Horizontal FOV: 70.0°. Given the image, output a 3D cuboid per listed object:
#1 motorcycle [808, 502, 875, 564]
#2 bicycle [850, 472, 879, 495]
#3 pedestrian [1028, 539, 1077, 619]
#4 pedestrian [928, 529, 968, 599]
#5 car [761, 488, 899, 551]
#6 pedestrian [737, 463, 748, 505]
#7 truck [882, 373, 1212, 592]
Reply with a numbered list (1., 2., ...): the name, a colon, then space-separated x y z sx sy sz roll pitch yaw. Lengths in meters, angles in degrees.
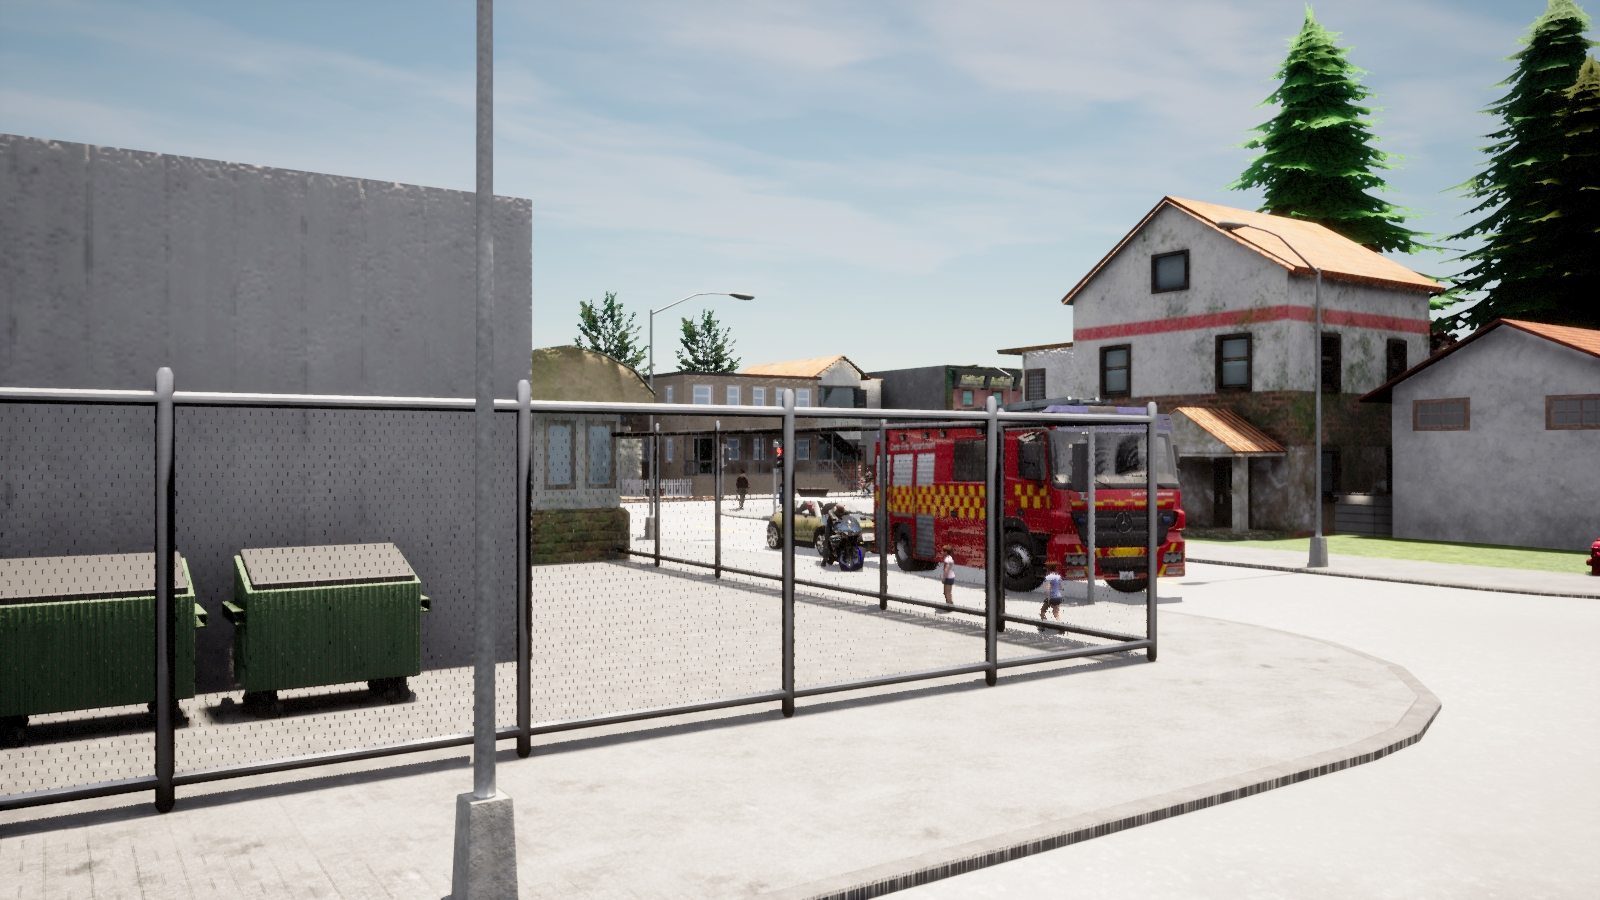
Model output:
1. motorcycle: 0.923 1.872 26.186 0.867 1.251 2.209 0 0 -17
2. bicycle: 3.714 1.940 65.827 1.835 1.271 0.329 0 0 -33
3. pedestrian: 3.732 1.896 16.886 0.500 1.100 0.500 0 0 -30
4. pedestrian: 2.470 1.895 19.048 0.500 1.100 0.500 0 0 31
5. car: 0.752 1.845 31.311 1.970 1.475 3.806 0 0 -33
6. pedestrian: -2.569 1.517 51.064 0.375 1.860 0.375 0 0 17
7. truck: 4.782 0.674 24.460 2.891 3.827 8.468 1 -1 -19
